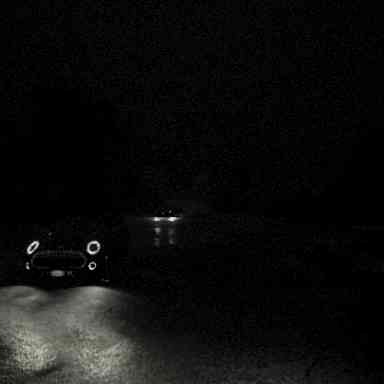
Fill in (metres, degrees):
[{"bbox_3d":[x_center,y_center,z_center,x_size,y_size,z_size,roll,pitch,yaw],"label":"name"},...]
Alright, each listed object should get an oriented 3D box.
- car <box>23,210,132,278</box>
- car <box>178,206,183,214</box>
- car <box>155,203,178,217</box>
[{"bbox_3d":[-3.298,1.437,10.459,2.097,1.767,4.553,0,0,1],"label":"car"},{"bbox_3d":[-2.599,3.355,62.010,2.033,1.411,5.357,0,-3,1],"label":"car"},{"bbox_3d":[-2.939,2.038,36.841,1.837,1.490,4.892,0,-2,1],"label":"car"}]
